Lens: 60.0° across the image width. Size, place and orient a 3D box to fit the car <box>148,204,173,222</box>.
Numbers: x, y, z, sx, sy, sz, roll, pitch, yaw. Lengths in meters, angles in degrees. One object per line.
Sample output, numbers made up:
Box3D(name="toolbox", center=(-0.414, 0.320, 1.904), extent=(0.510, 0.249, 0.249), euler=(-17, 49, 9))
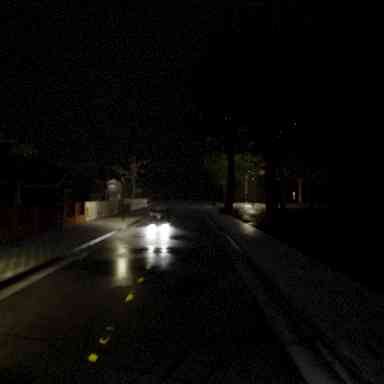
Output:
Box3D(name="car", center=(-2.719, 1.824, 29.653), extent=(2.128, 1.511, 4.902), euler=(0, -1, 0))
